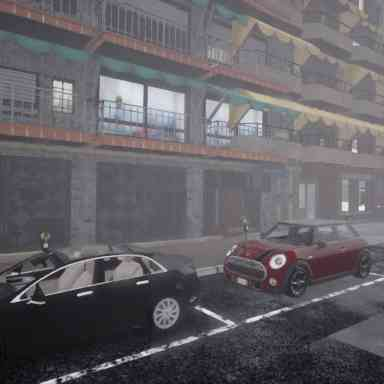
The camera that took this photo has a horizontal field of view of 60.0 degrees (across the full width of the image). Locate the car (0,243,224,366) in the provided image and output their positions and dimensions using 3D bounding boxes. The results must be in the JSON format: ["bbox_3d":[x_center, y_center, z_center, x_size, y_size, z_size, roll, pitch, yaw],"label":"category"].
[{"bbox_3d":[-1.880,1.551,5.201,4.403,1.369,2.008,0,1,-35],"label":"car"}]

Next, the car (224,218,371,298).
[{"bbox_3d":[2.729,1.442,8.472,4.097,1.590,1.967,0,1,-35],"label":"car"}]
